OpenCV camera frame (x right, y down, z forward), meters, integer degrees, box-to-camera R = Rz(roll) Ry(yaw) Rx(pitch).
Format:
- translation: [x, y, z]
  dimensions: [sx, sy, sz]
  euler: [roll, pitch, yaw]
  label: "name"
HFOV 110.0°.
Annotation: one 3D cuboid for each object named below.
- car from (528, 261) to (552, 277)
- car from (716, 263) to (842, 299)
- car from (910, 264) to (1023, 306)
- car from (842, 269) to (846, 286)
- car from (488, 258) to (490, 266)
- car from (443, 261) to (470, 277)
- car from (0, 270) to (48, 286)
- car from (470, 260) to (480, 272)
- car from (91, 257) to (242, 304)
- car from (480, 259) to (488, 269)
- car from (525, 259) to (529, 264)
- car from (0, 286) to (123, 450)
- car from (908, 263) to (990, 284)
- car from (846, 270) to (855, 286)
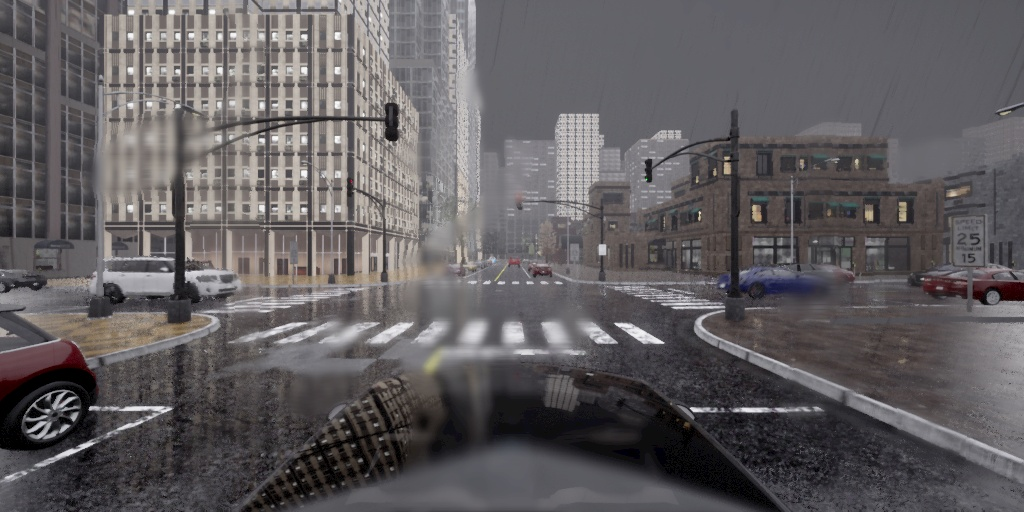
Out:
- translation: [2.854, 1.304, 34.683]
  dimensions: [1.888, 1.381, 4.507]
  euler: [0, 0, 0]
  label: "car"
- translation: [12.062, 1.184, 16.681]
  dimensions: [4.674, 1.442, 1.812]
  euler: [0, 0, -1]
  label: "car"
- translation: [19.134, 1.153, 14.162]
  dimensions: [4.507, 1.381, 1.888]
  euler: [0, 0, -1]
  label: "car"
- translation: [15.140, 1.147, 19.915]
  dimensions: [4.892, 1.490, 1.837]
  euler: [0, 0, -1]
  label: "car"
- translation: [-5.388, 1.344, 62.429]
  dimensions: [1.948, 1.339, 4.313]
  euler: [0, 0, 0]
  label: "car"
- translation: [-5.527, 1.341, 34.726]
  dimensions: [1.802, 1.307, 4.207]
  euler: [0, 0, 0]
  label: "car"
- translation: [-31.432, 1.508, 22.036]
  dimensions: [4.403, 1.370, 2.007]
  euler: [0, 0, -1]
  label: "car"
- translation: [-5.472, 1.292, 45.637]
  dimensions: [1.751, 1.417, 4.829]
  euler: [0, 0, 0]
  label: "car"
- translation: [-15.661, 1.067, 16.404]
  dimensions: [5.566, 2.045, 2.150]
  euler: [0, 0, -1]
  label: "car"
- translation: [-5.415, 1.324, 56.889]
  dimensions: [2.007, 1.370, 4.403]
  euler: [0, 0, 0]
  label: "car"
- translation: [2.909, 1.348, 45.765]
  dimensions: [1.802, 1.307, 4.207]
  euler: [0, 0, 0]
  label: "car"
- translation: [-5.691, 1.190, 2.259]
  dimensions: [1.967, 1.591, 4.097]
  euler: [0, 0, 0]
  label: "car"
- translation: [24.943, 1.141, 20.021]
  dimensions: [4.181, 1.385, 1.994]
  euler: [0, 0, -1]
  label: "car"
- translation: [19.050, 1.202, 22.543]
  dimensions: [4.207, 1.307, 1.802]
  euler: [0, 0, -1]
  label: "car"
